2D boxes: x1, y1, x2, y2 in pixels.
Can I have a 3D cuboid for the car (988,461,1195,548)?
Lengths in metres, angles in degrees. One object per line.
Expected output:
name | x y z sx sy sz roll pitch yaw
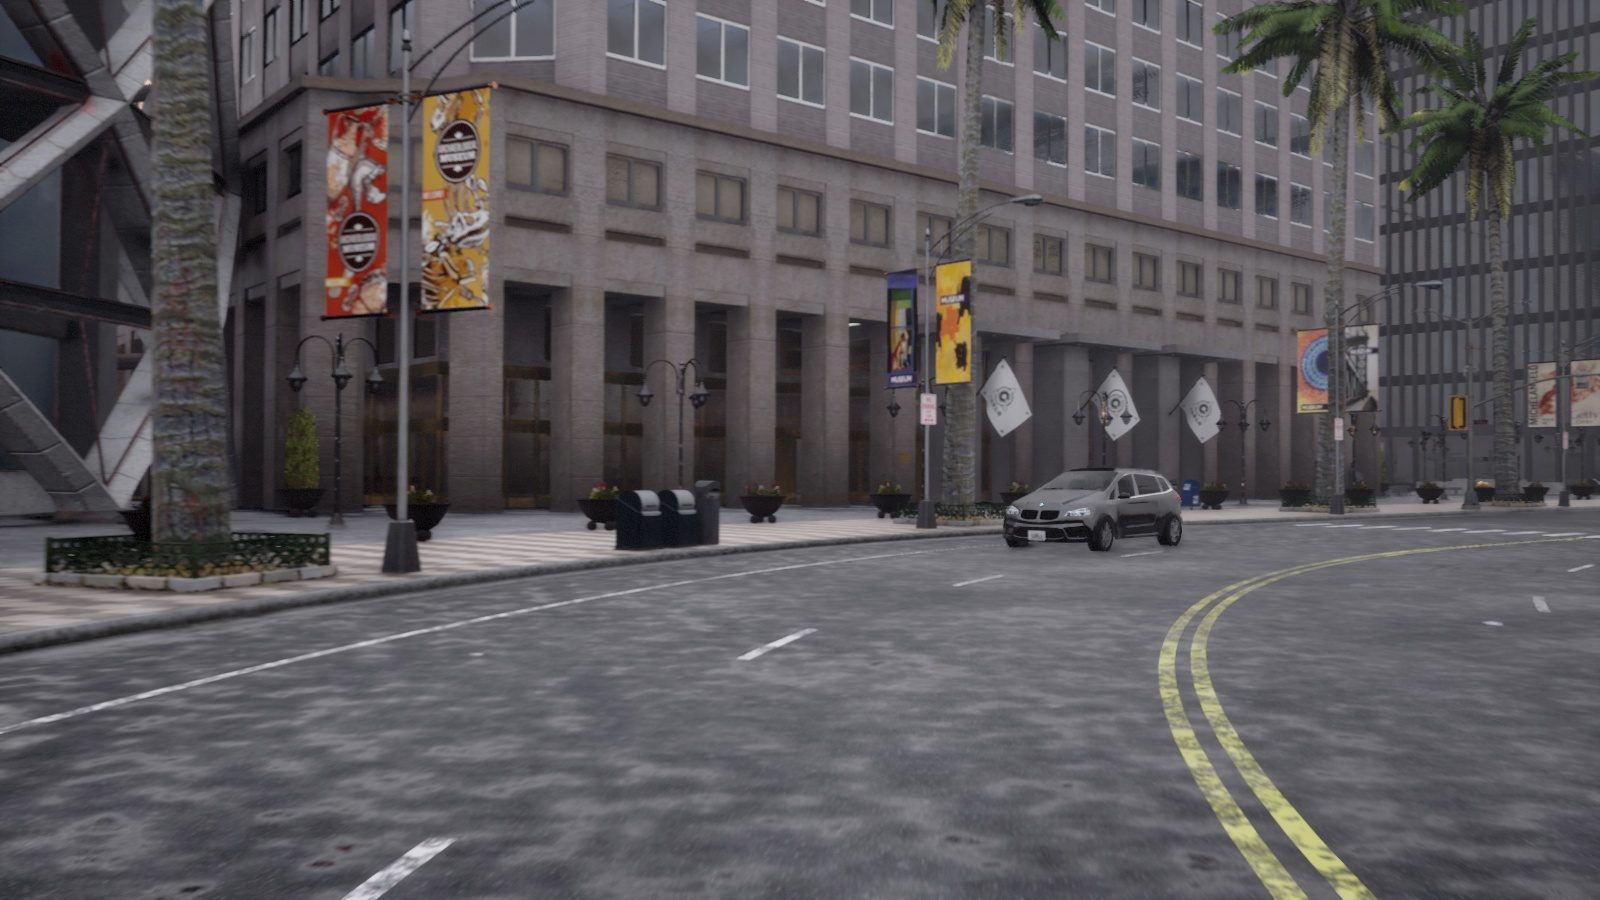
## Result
car | 6.212 1.083 26.401 2.242 1.667 4.611 -1 -1 43
